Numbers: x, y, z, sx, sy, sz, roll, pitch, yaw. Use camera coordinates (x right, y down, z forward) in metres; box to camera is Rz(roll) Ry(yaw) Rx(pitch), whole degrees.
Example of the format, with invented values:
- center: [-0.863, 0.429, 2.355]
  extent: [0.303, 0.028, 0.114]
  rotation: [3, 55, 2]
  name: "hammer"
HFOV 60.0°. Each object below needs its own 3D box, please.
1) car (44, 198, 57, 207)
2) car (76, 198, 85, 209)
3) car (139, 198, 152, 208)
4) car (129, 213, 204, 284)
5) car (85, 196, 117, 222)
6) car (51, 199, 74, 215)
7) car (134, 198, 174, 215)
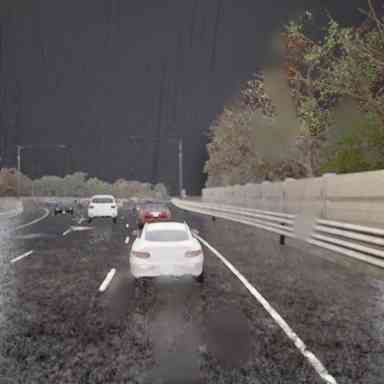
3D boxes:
- center: [-23.272, 1.717, 55.134]
  extent: [2.128, 1.511, 4.902]
  rotation: [0, 0, -31]
  name: "car"
- center: [-15.811, 1.684, 49.051]
  extent: [2.128, 1.511, 4.902]
  rotation: [0, 0, -27]
  name: "car"
- center: [-7.549, 1.727, 54.254]
  extent: [1.812, 1.442, 4.674]
  rotation: [0, 0, -4]
  name: "car"
- center: [-0.761, 1.561, 9.651]
  extent: [1.812, 1.442, 4.674]
  rotation: [0, 0, -5]
  name: "car"
- center: [-7.480, 1.330, 27.857]
  extent: [2.150, 2.045, 5.566]
  rotation: [0, 0, -15]
  name: "car"
- center: [-13.712, 1.746, 35.732]
  extent: [1.895, 1.301, 4.718]
  rotation: [0, 0, -20]
  name: "car"
- center: [-2.631, 1.434, 22.346]
  extent: [2.097, 1.767, 4.553]
  rotation: [0, 0, -11]
  name: "car"
